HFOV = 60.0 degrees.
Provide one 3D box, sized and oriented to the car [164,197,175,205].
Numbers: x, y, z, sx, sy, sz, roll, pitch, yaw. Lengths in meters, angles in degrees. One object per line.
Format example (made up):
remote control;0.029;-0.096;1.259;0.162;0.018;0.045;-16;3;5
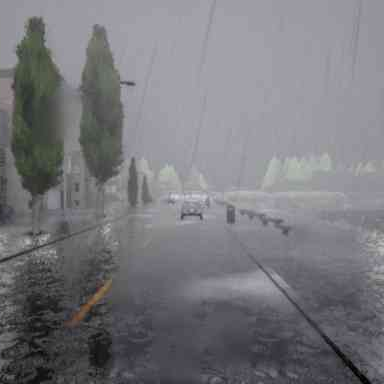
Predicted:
car;-4.021;1.572;59.631;1.895;1.301;4.718;0;0;0

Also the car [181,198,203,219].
car;0.008;1.535;28.915;2.033;1.411;5.357;0;0;0
